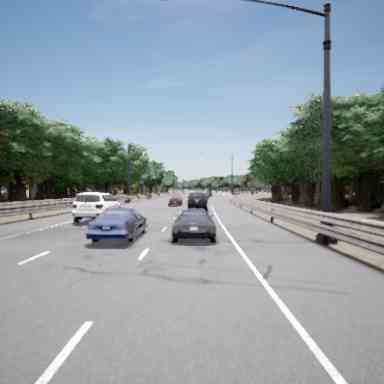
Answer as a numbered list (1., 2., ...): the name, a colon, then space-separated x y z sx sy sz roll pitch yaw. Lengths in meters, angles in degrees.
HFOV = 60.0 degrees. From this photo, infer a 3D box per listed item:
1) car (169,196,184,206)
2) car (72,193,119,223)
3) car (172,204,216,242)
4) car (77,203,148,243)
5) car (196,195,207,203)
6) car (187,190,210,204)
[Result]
1. car: -2.303 1.240 48.782 1.812 1.442 4.674 0 0 3
2. car: -6.691 1.068 23.822 2.150 2.045 5.566 0 0 1
3. car: 0.108 1.489 15.899 1.994 1.385 4.181 0 0 1
4. car: -3.345 1.455 15.639 2.033 1.411 5.357 0 0 1
5. car: 1.842 1.207 62.195 1.994 1.385 4.181 0 0 4
6. car: 0.611 1.029 36.506 2.150 2.045 5.566 0 0 2
